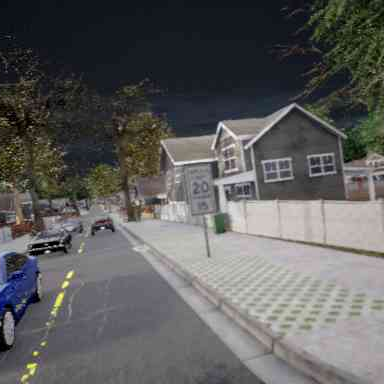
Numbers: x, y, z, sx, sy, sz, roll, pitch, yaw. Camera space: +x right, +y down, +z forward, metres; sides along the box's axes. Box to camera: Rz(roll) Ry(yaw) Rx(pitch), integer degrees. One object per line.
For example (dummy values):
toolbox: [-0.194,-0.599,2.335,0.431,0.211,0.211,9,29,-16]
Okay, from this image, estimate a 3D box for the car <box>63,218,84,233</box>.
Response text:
car: [-11.905,3.357,33.100,2.128,1.511,4.902,-7,-1,-16]

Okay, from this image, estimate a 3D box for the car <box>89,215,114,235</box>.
car: [-7.943,2.802,29.370,1.837,1.490,4.892,-7,-1,-16]

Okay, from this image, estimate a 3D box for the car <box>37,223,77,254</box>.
car: [-7.887,2.797,18.806,1.895,1.301,4.718,-7,-1,-16]

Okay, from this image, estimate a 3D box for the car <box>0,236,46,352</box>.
car: [-4.516,2.119,7.020,1.882,1.535,5.008,-7,0,-16]
